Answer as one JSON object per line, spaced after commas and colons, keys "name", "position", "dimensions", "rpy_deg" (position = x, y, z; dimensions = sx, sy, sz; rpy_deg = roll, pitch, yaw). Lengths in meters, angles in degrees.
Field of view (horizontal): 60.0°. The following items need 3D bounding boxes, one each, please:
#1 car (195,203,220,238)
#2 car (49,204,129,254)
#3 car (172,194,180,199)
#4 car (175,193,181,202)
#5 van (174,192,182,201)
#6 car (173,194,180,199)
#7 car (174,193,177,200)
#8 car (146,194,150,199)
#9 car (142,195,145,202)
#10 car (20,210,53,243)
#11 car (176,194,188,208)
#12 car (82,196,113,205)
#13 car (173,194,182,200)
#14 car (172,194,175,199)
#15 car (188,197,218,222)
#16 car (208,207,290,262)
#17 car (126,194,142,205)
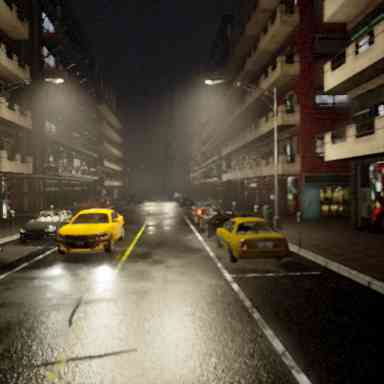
{"name": "car", "position": [1.455, 1.465, 17.043], "dimensions": [1.947, 1.339, 4.313], "rpy_deg": [-2, 0, -4]}
{"name": "car", "position": [-3.989, 1.478, 13.792], "dimensions": [1.882, 1.535, 5.008], "rpy_deg": [-1, 0, -4]}
{"name": "car", "position": [-4.622, 1.220, 95.235], "dimensions": [1.947, 1.339, 4.313], "rpy_deg": [-2, 0, -4]}
{"name": "car", "position": [-1.150, 1.343, 50.555], "dimensions": [2.008, 1.369, 4.403], "rpy_deg": [-2, 0, -4]}
{"name": "van", "position": [-3.326, 1.046, 78.479], "dimensions": [1.690, 1.788, 3.998], "rpy_deg": [-2, 0, -4]}
{"name": "car", "position": [-4.188, 1.216, 89.650], "dimensions": [1.887, 1.381, 4.507], "rpy_deg": [-2, 0, -4]}
{"name": "car", "position": [-1.597, 1.299, 56.309], "dimensions": [1.752, 1.417, 4.829], "rpy_deg": [-2, 0, -4]}
{"name": "car", "position": [-12.978, 1.357, 94.615], "dimensions": [1.947, 1.339, 4.313], "rpy_deg": [-2, 0, -4]}
{"name": "car", "position": [-10.381, 1.209, 61.103], "dimensions": [2.192, 1.841, 5.009], "rpy_deg": [-2, 0, -4]}
{"name": "car", "position": [-6.901, 1.586, 16.423], "dimensions": [2.008, 1.369, 4.403], "rpy_deg": [-2, 0, -4]}
{"name": "car", "position": [-0.715, 1.375, 44.969], "dimensions": [1.947, 1.339, 4.313], "rpy_deg": [-2, 0, -4]}
{"name": "car", "position": [-7.776, 1.315, 27.592], "dimensions": [2.192, 1.841, 5.009], "rpy_deg": [-2, 0, -4]}
{"name": "car", "position": [-3.753, 1.239, 84.065], "dimensions": [2.008, 1.369, 4.403], "rpy_deg": [-2, 0, -4]}
{"name": "car", "position": [-2.455, 1.180, 67.309], "dimensions": [1.967, 1.590, 4.097], "rpy_deg": [-2, 0, -4]}
{"name": "car", "position": [1.017, 1.321, 22.628], "dimensions": [1.967, 1.590, 4.097], "rpy_deg": [-2, 0, -4]}
{"name": "car", "position": [1.875, 1.442, 11.627], "dimensions": [1.752, 1.417, 4.829], "rpy_deg": [-2, 0, -4]}
{"name": "car", "position": [-9.940, 1.462, 55.519], "dimensions": [2.008, 1.369, 4.403], "rpy_deg": [-2, 0, -4]}
